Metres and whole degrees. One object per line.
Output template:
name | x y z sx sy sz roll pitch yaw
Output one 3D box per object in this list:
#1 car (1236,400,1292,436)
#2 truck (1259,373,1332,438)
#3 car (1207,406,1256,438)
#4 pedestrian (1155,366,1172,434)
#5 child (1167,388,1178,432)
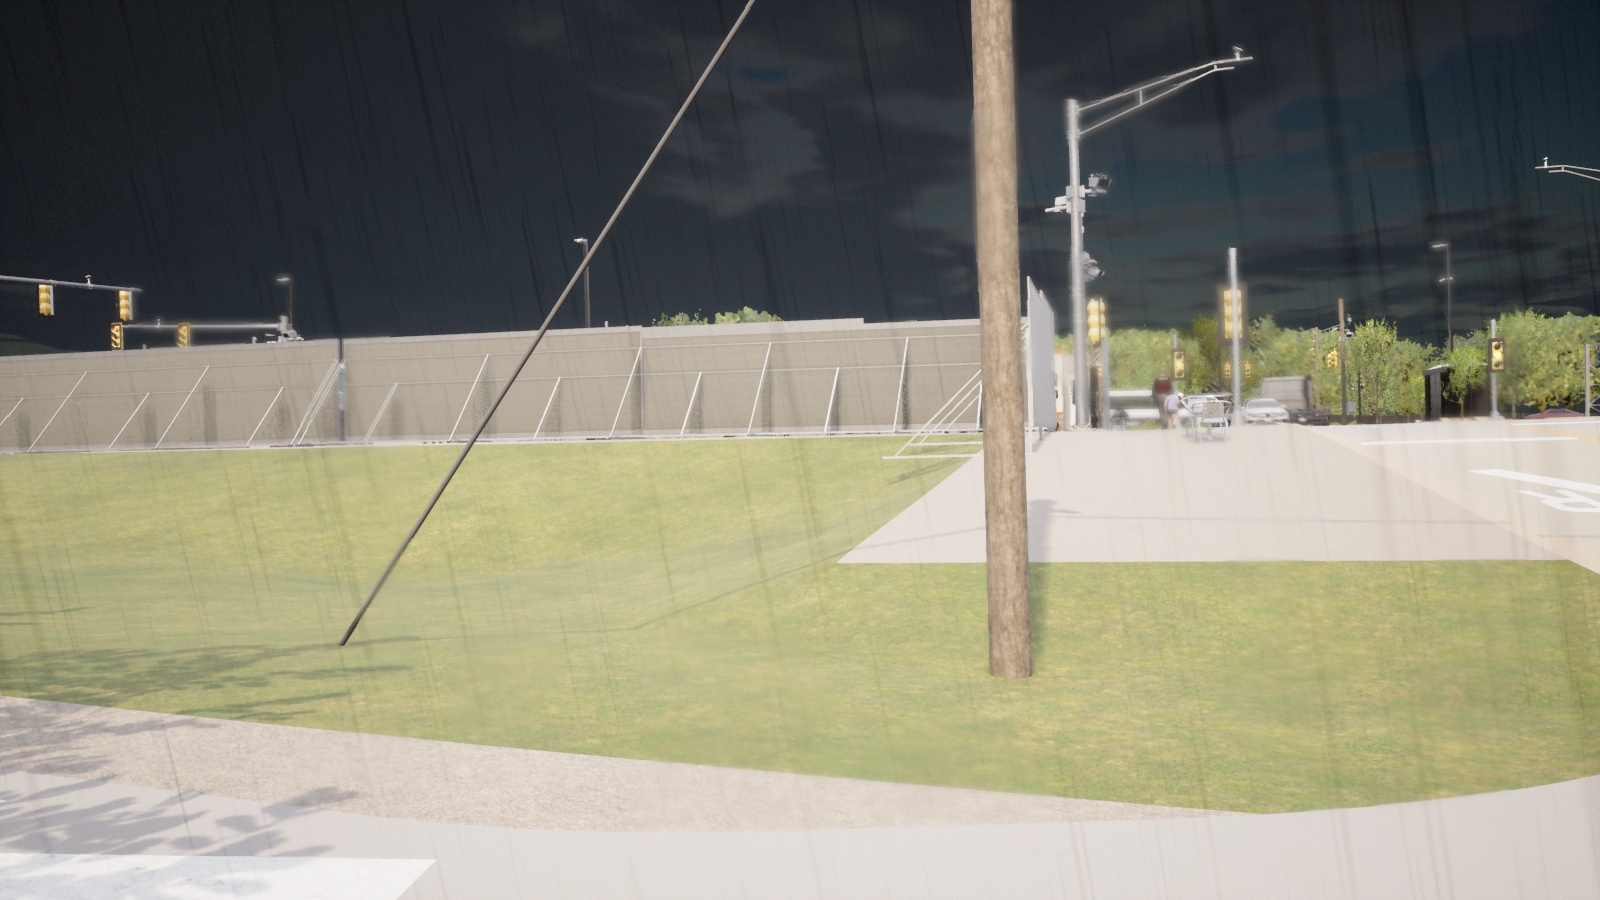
car | 20.678 -1.396 56.103 1.812 1.442 4.674 -1 0 14
truck | 28.999 -2.507 73.825 2.891 3.462 7.936 -1 0 14
car | 24.684 -1.589 71.928 2.242 1.667 4.611 -1 0 14
pedestrian | 10.043 -1.360 34.696 0.376 1.854 0.720 -1 0 19
child | 9.381 -1.005 31.637 0.255 1.110 0.394 -1 0 17
